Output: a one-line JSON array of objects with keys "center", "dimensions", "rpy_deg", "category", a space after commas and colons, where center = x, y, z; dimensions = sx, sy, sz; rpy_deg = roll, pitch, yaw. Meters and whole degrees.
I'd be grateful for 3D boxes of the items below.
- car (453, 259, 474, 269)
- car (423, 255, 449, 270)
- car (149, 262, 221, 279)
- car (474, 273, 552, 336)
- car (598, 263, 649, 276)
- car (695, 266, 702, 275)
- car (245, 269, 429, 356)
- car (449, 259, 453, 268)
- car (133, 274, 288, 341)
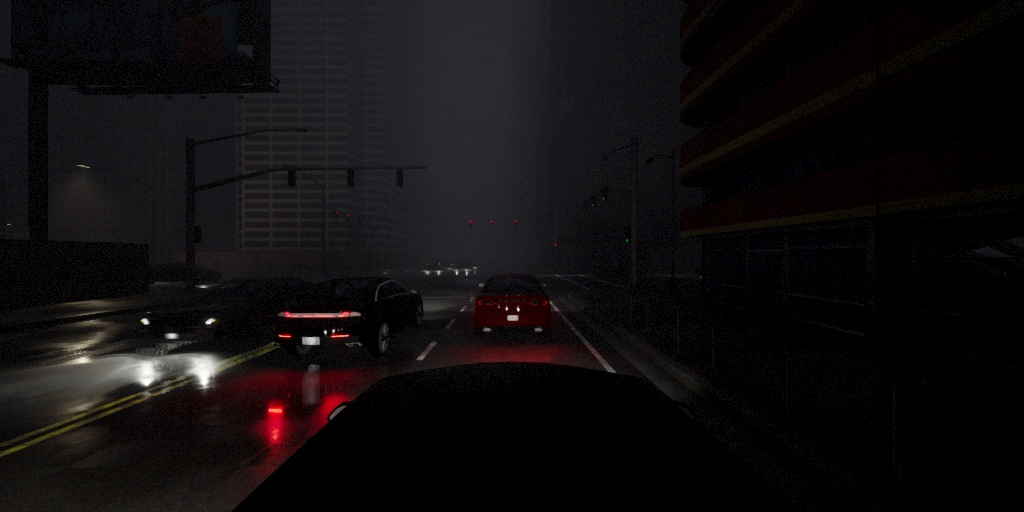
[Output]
[{"center": [-7.477, 1.254, 55.636], "dimensions": [1.837, 1.490, 4.892], "rpy_deg": [0, 0, 0], "category": "car"}, {"center": [-10.952, 1.101, 51.728], "dimensions": [2.097, 1.767, 4.553], "rpy_deg": [0, 0, 0], "category": "car"}, {"center": [-23.933, 1.227, 25.976], "dimensions": [5.008, 1.535, 1.882], "rpy_deg": [0, 0, 0], "category": "car"}, {"center": [0.014, 1.227, 10.461], "dimensions": [1.882, 1.535, 5.008], "rpy_deg": [0, 0, 0], "category": "car"}, {"center": [11.333, 1.350, 36.766], "dimensions": [4.718, 1.301, 1.895], "rpy_deg": [0, 0, 2], "category": "car"}, {"center": [21.460, 1.227, 36.714], "dimensions": [5.008, 1.535, 1.882], "rpy_deg": [0, 0, 0], "category": "car"}, {"center": [-3.475, 1.241, 8.573], "dimensions": [2.128, 1.511, 4.902], "rpy_deg": [0, 0, -1], "category": "car"}, {"center": [-10.998, 1.296, 62.030], "dimensions": [2.033, 1.411, 5.357], "rpy_deg": [0, 0, 0], "category": "car"}, {"center": [-7.157, 1.297, 10.185], "dimensions": [2.033, 1.411, 5.357], "rpy_deg": [0, 0, 0], "category": "car"}]
